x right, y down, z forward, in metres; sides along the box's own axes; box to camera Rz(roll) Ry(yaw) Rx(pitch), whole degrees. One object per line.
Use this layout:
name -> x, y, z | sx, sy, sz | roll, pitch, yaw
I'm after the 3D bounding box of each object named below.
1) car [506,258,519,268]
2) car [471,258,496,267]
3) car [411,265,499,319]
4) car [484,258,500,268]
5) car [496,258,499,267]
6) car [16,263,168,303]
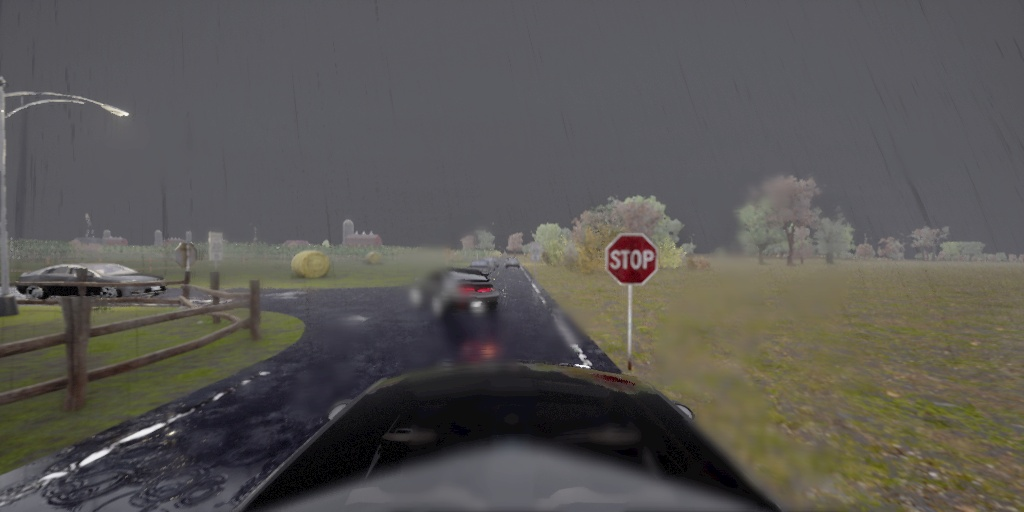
car -> 0.094, 0.970, 52.824 | 1.994, 1.385, 4.181 | 0, 0, 0
car -> -2.858, 1.083, 32.255 | 2.033, 1.411, 5.357 | 0, 0, 0
car -> -2.109, 1.176, 12.565 | 1.837, 1.490, 4.892 | 1, 0, -28
car -> -2.834, 0.954, 52.782 | 2.033, 1.411, 5.357 | 0, 0, 0
car -> -2.849, 0.961, 42.444 | 2.128, 1.511, 4.902 | 0, 0, 0
car -> -17.242, 1.053, 14.894 | 4.902, 1.511, 2.128 | 0, 1, -1
